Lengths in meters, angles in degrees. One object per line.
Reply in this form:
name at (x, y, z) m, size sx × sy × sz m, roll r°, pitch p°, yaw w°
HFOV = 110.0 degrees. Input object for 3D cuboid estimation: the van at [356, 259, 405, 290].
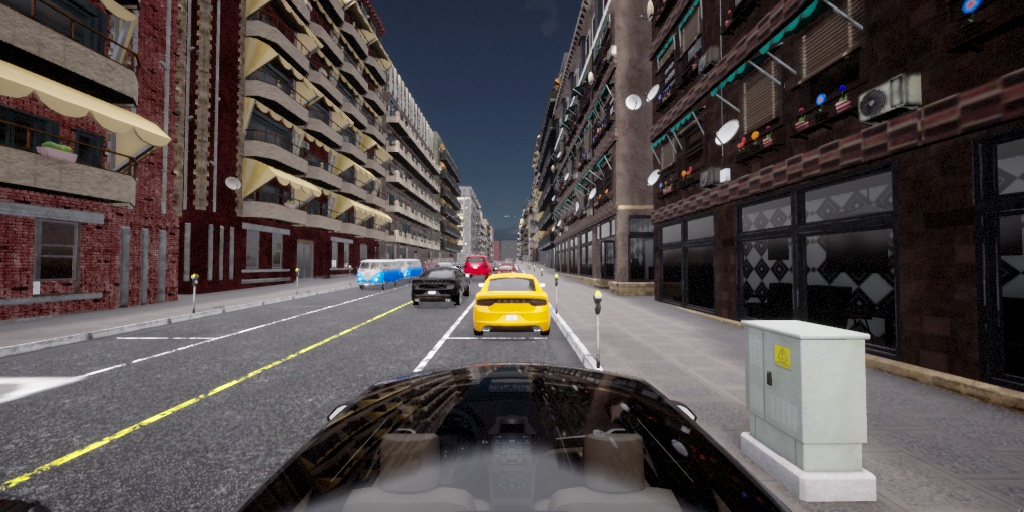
van at (-8.335, 1.108, 22.603) m, size 1.690 × 1.789 × 3.998 m, roll 0°, pitch 0°, yaw 0°

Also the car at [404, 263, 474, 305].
car at (-3.022, 1.237, 16.006) m, size 1.882 × 1.535 × 5.008 m, roll 0°, pitch 0°, yaw 0°

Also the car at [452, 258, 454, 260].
car at (-8.335, 1.128, 44.724) m, size 2.192 × 1.841 × 5.009 m, roll 0°, pitch 0°, yaw 0°

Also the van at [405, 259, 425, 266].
van at (-8.335, 1.118, 28.134) m, size 1.690 × 1.789 × 3.998 m, roll 0°, pitch 0°, yaw 0°

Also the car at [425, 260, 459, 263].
car at (-5.865, 1.308, 31.055) m, size 1.812 × 1.442 × 4.674 m, roll 0°, pitch 0°, yaw 0°

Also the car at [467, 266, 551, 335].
car at (-0.006, 1.232, 10.503) m, size 1.882 × 1.535 × 5.008 m, roll 0°, pitch 0°, yaw 0°

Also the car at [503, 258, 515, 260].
car at (-0.445, 1.240, 39.134) m, size 1.967 × 1.591 × 4.097 m, roll 0°, pitch 0°, yaw 0°

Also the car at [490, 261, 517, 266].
car at (-0.452, 1.322, 28.072) m, size 1.888 × 1.381 × 4.507 m, roll 0°, pitch 0°, yaw 0°

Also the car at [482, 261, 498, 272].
car at (-2.927, 1.386, 48.301) m, size 1.994 × 1.385 × 4.181 m, roll 0°, pitch 0°, yaw 0°

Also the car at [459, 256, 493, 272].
car at (-2.927, 1.004, 31.373) m, size 2.150 × 2.045 × 5.566 m, roll 0°, pitch 0°, yaw 0°

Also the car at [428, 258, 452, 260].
car at (-8.335, 1.115, 39.194) m, size 2.192 × 1.841 × 5.009 m, roll 0°, pitch 0°, yaw 0°
